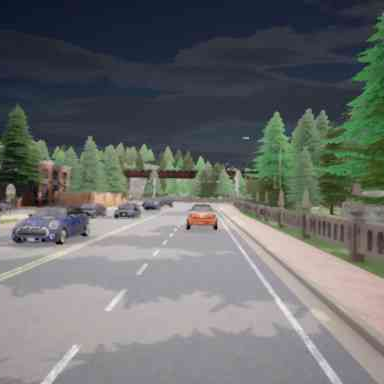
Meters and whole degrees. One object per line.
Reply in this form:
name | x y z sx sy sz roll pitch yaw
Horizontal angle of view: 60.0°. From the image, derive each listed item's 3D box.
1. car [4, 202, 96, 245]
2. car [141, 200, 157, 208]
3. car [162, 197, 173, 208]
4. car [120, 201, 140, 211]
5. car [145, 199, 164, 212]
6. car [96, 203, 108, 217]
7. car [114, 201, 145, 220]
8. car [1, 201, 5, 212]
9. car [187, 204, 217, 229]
car | -6.599 1.430 16.092 2.097 1.767 4.553 1 -1 2
car | -8.350 2.226 65.012 2.033 1.411 5.357 1 -1 2
car | -4.890 1.937 63.750 2.150 2.045 5.566 1 0 2
car | -8.996 2.045 48.605 1.895 1.301 4.718 1 -1 2
car | -5.547 2.096 47.314 1.895 1.301 4.718 1 -1 2
car | -9.599 1.767 31.835 2.033 1.411 5.357 1 -1 2
car | -6.096 1.851 31.854 1.994 1.385 4.181 1 -1 2
car | -22.009 1.353 36.594 4.553 1.767 2.097 1 -1 4
car | 0.752 1.678 24.432 2.097 1.767 4.553 1 -1 2
